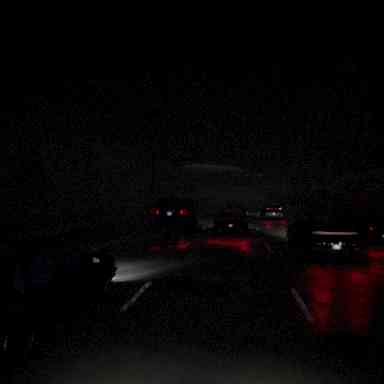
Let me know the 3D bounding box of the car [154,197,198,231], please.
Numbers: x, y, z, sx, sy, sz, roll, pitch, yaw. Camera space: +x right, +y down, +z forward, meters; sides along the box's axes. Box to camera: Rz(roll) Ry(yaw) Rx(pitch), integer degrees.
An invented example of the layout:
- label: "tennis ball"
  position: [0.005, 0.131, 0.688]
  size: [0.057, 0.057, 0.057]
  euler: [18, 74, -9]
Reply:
- label: "car"
  position: [-0.938, 1.344, 21.680]
  size: [2.150, 2.045, 5.566]
  euler: [0, 0, 8]

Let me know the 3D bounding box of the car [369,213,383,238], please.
- label: "car"
  position: [9.059, 1.724, 17.232]
  size: [1.895, 1.301, 4.718]
  euler: [0, 0, 8]

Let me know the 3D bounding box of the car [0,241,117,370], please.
- label: "car"
  position: [-2.955, 1.573, 5.738]
  size: [2.033, 1.411, 5.357]
  euler: [0, 0, 5]

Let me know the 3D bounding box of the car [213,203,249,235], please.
- label: "car"
  position: [2.325, 1.596, 19.648]
  size: [1.882, 1.535, 5.008]
  euler: [0, 0, 7]

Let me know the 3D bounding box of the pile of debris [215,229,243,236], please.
- label: "pile of debris"
  position: [2.117, 2.290, 18.958]
  size: [1.500, 0.140, 1.860]
  euler: [0, 0, 8]

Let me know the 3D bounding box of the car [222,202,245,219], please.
- label: "car"
  position: [4.077, 1.746, 32.696]
  size: [2.033, 1.411, 5.357]
  euler: [0, 0, 8]

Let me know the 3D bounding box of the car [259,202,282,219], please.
- label: "car"
  position: [7.379, 1.688, 30.987]
  size: [2.128, 1.511, 4.902]
  euler: [0, 0, 8]

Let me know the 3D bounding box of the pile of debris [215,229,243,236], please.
- label: "pile of debris"
  position: [2.117, 2.290, 18.958]
  size: [1.500, 0.140, 1.860]
  euler: [0, 0, 8]

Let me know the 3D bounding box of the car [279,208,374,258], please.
- label: "car"
  position: [5.019, 1.582, 13.226]
  size: [2.128, 1.511, 4.902]
  euler: [0, 0, 7]
